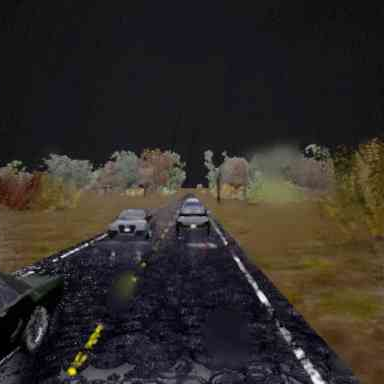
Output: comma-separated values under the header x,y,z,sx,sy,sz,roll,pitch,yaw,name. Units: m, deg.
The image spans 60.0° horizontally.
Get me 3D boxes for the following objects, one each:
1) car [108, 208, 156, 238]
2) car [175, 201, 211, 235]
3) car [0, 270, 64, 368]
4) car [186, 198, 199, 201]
x,y,z,sx,sy,sz,roll,pitch,yaw,name
-3.004,1.565,17.391,1.994,1.385,4.181,0,0,0,car
0.073,1.493,18.989,2.128,1.511,4.902,0,0,0,car
-3.084,1.602,3.358,1.895,1.301,4.718,0,0,0,car
0.089,1.465,40.389,1.882,1.535,5.008,0,0,0,car
